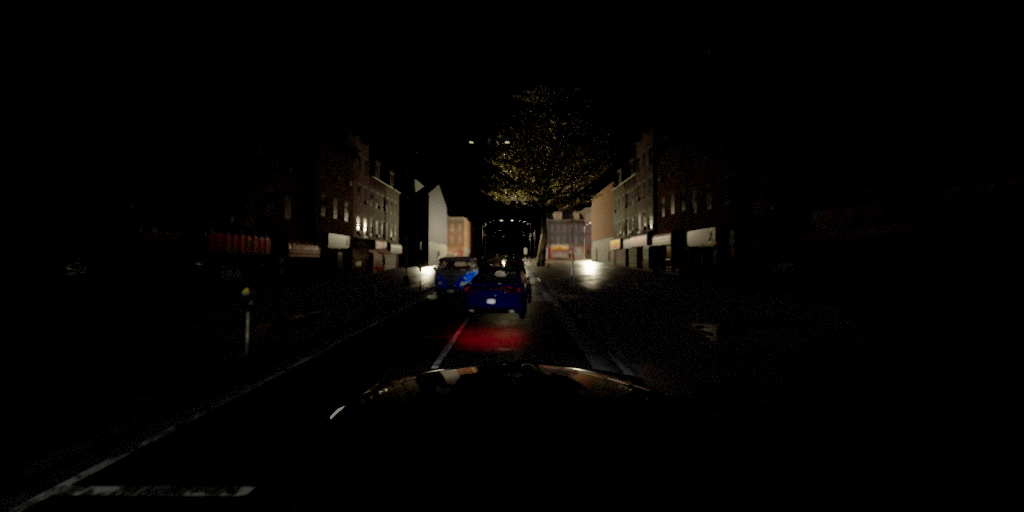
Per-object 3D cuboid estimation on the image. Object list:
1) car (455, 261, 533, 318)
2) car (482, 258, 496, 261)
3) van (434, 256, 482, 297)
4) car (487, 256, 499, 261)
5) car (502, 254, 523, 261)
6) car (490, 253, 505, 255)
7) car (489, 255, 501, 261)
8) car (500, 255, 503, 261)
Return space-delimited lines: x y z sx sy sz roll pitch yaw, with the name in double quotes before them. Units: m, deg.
"car" -0.349 1.102 12.542 1.882 1.535 5.008 0 1 6
"car" -2.513 1.016 28.107 1.948 1.339 4.313 0 0 0
"van" -2.565 0.914 17.037 1.690 1.789 3.998 0 0 0
"car" -2.487 0.915 33.472 1.751 1.417 4.829 0 0 0
"car" 0.249 0.861 34.160 1.882 1.535 5.008 0 1 0
"car" -2.408 0.526 50.245 2.192 1.841 5.009 0 0 0
"car" -2.460 0.874 39.176 1.888 1.381 4.507 0 0 0
"car" -2.434 0.820 44.711 2.007 1.370 4.403 0 0 0
